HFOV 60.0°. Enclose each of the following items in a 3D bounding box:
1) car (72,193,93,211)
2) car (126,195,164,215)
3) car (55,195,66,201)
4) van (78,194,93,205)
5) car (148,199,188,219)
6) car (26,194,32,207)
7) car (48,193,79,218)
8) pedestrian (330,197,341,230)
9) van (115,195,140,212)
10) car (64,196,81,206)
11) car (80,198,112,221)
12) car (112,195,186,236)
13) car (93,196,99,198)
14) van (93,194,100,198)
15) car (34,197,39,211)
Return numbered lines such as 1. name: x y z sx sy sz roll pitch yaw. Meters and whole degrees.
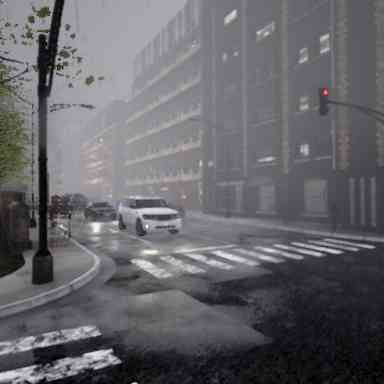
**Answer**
1. car: -13.010 1.189 37.027 2.150 2.045 5.566 0 0 -30
2. car: -4.979 1.294 34.699 2.192 1.841 5.009 1 0 -30
3. car: -32.593 1.407 82.535 1.947 1.339 4.313 1 0 -30
4. van: -18.784 1.251 58.619 1.690 1.788 3.998 1 0 -30
5. car: -2.219 1.432 29.915 1.967 1.590 4.097 1 0 -30
6. car: -23.199 1.456 49.498 1.752 1.417 4.829 1 0 -30
7. car: -12.236 1.300 30.511 2.192 1.841 5.009 1 0 -30
8. pedestrian: 7.854 1.169 18.321 0.375 1.860 0.375 1 -1 -30
9. van: -7.740 1.306 39.483 1.690 1.788 3.998 1 0 -30
10. car: -19.782 1.424 54.932 1.837 1.490 4.892 0 0 -30
11. car: -7.710 1.520 27.818 1.812 1.442 4.674 0 0 -30
12. car: -2.601 1.241 19.033 2.150 2.045 5.566 0 0 -28
13. car: -14.802 1.544 46.413 1.895 1.301 4.718 0 0 -30
14. van: -16.024 1.265 53.835 1.690 1.788 3.998 1 0 -30
15. car: -17.763 1.523 40.077 1.947 1.339 4.313 1 0 -30
